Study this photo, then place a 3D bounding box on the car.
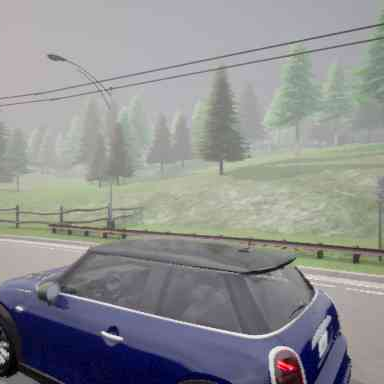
[{"bbox_3d":[-0.619,1.353,4.099,4.553,1.767,2.097,0,0,33],"label":"car"}]
